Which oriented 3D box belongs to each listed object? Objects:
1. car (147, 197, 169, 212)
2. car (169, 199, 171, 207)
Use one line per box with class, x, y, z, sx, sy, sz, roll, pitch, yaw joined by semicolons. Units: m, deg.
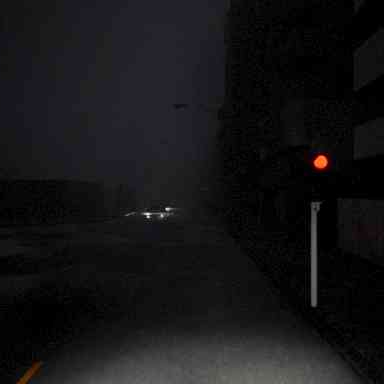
car;-4.187;1.478;39.509;1.882;1.535;5.008;0;0;0
car;-4.178;1.505;49.536;1.837;1.490;4.892;0;0;1
